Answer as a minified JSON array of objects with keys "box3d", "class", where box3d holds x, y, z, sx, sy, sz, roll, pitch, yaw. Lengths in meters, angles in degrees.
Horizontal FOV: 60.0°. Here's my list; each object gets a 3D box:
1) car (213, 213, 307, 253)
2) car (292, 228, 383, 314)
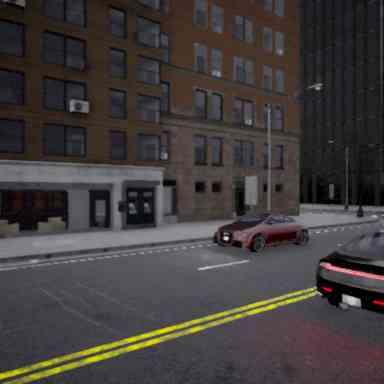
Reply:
[{"box3d":[2.915,1.564,13.731,4.181,1.385,1.994,0,0,-35],"class":"car"},{"box3d":[4.478,1.491,6.632,4.902,1.511,2.128,0,0,-35],"class":"car"}]
